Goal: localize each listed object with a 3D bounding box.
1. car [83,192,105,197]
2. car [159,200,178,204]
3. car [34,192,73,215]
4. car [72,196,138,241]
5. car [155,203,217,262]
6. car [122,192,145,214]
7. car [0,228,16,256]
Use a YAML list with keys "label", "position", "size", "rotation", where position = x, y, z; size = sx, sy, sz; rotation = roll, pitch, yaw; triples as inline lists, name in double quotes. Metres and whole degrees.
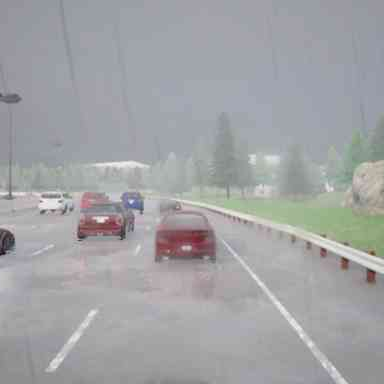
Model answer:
- label: "car"
  position: [-9.337, 1.017, 32.179]
  size: [2.150, 2.045, 5.566]
  rotation: [0, 0, -9]
- label: "car"
  position: [-2.211, 1.399, 31.820]
  size: [1.895, 1.301, 4.718]
  rotation: [0, 0, -8]
- label: "car"
  position: [-12.802, 1.019, 31.723]
  size: [2.150, 2.045, 5.566]
  rotation: [0, 0, -9]
- label: "car"
  position: [-4.062, 1.248, 16.324]
  size: [2.097, 1.767, 4.553]
  rotation: [0, 0, -4]
- label: "car"
  position: [-0.278, 1.401, 11.874]
  size: [1.882, 1.535, 5.008]
  rotation: [0, 1, -3]
- label: "car"
  position: [-5.835, 1.015, 32.442]
  size: [2.150, 2.045, 5.566]
  rotation: [0, 0, -9]
- label: "car"
  position: [-7.203, 1.500, 10.110]
  size: [1.994, 1.385, 4.181]
  rotation: [0, 0, -2]
